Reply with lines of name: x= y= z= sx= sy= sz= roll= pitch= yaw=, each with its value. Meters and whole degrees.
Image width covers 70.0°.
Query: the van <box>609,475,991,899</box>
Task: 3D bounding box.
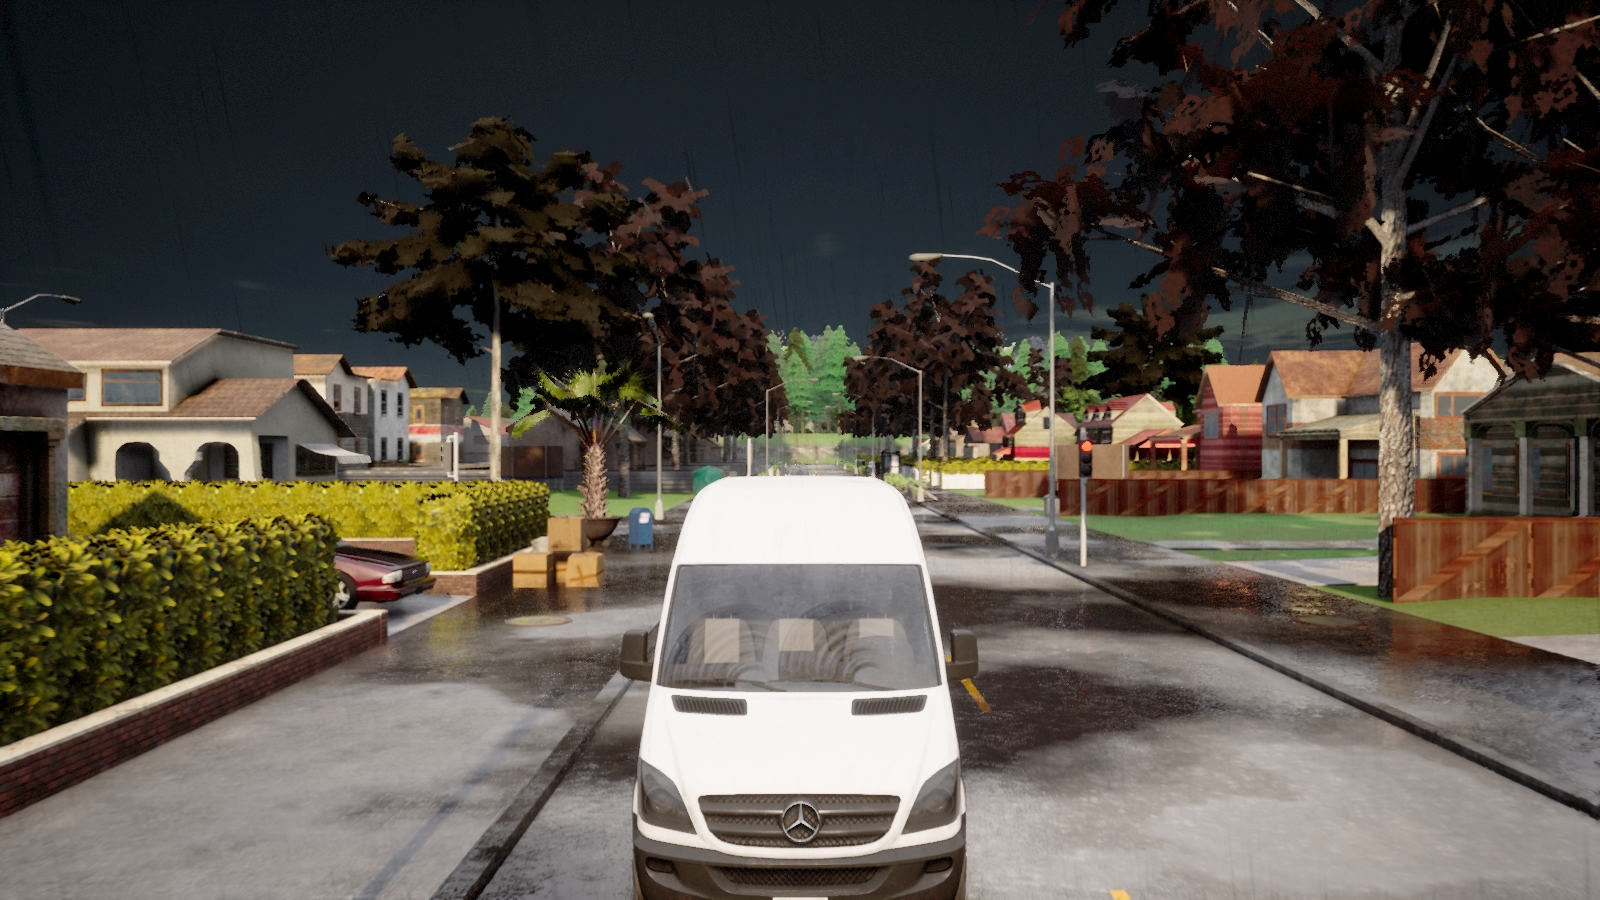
van: x=0.002 y=1.535 z=8.908 sx=1.988 sy=2.561 sz=5.915 roll=0 pitch=0 yaw=0
